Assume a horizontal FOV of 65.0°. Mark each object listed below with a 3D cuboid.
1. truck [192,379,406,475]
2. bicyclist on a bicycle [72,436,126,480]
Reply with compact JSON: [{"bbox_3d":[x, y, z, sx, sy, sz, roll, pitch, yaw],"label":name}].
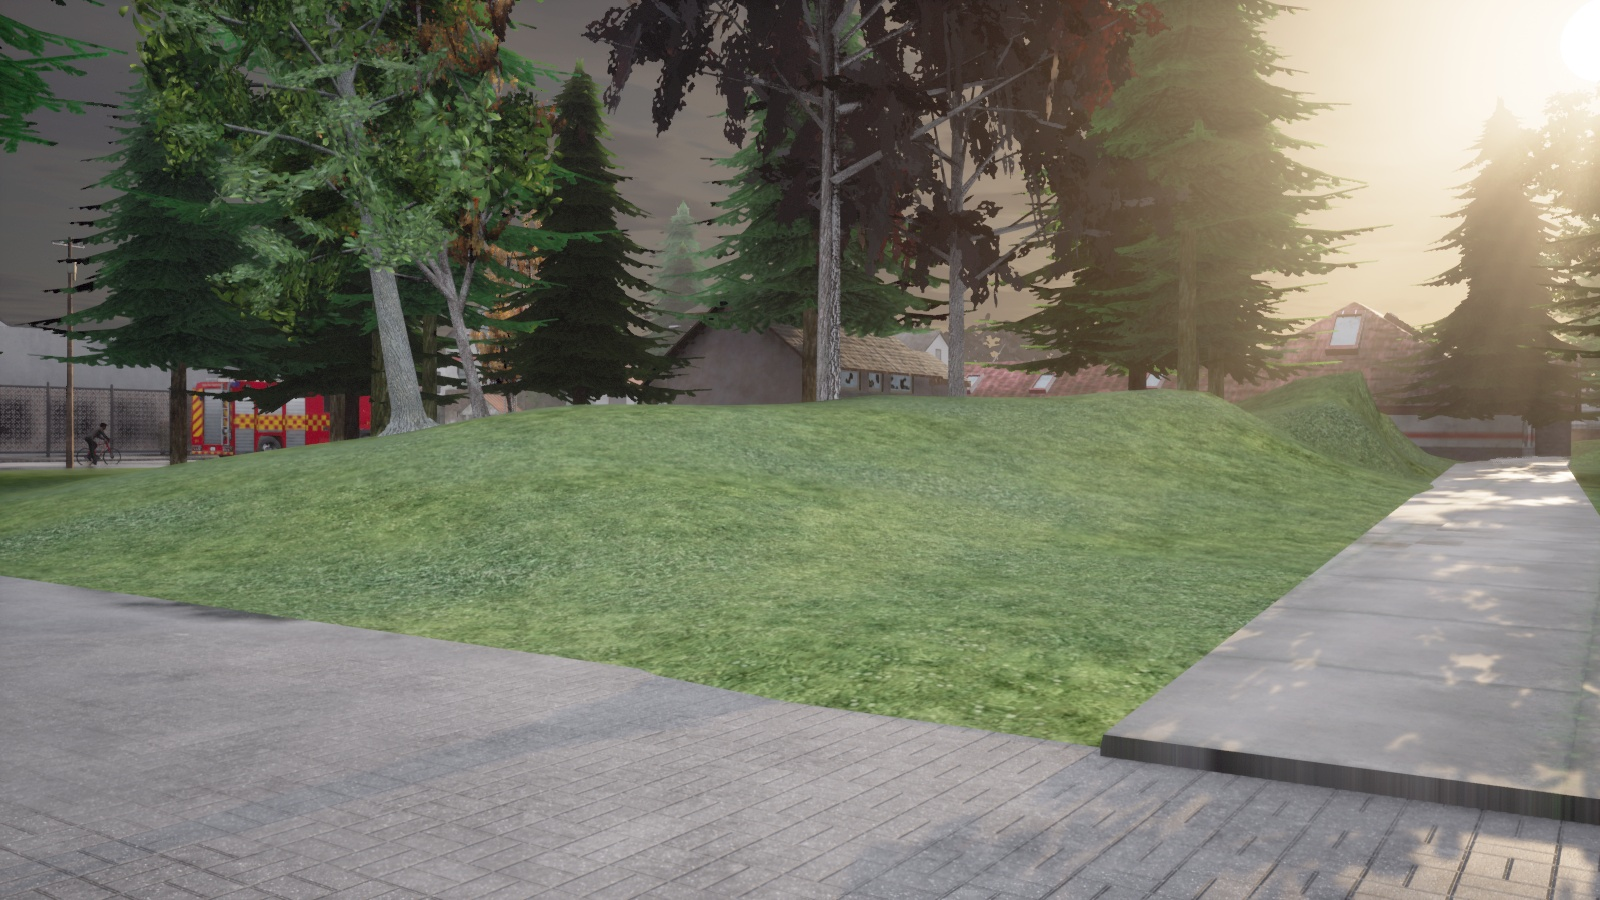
[{"bbox_3d":[-21.400,-0.980,54.247,2.891,3.827,8.468,0,1,32],"label":"truck"},{"bbox_3d":[-26.231,0.280,46.988,0.582,1.620,1.656,0,1,34],"label":"bicyclist on a bicycle"}]
